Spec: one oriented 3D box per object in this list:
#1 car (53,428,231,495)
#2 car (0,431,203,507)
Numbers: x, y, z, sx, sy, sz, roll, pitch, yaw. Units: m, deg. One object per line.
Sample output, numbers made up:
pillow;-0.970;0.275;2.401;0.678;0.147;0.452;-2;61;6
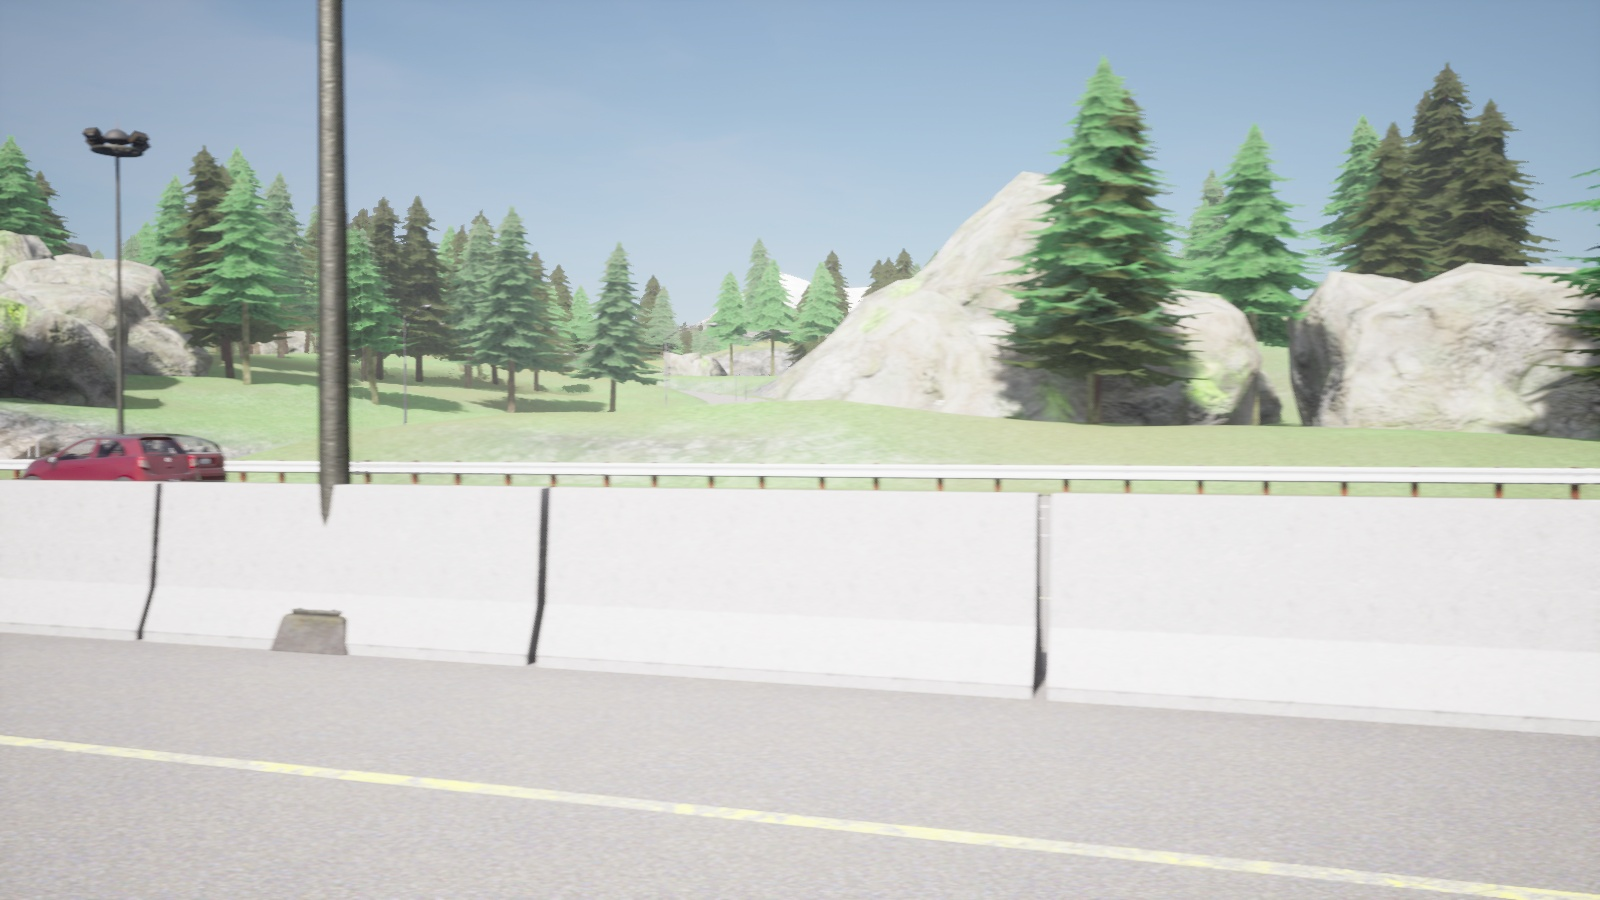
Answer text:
car;-16.104;0.250;30.765;3.705;1.549;1.789;1;1;19
car;-14.825;0.356;26.643;3.633;1.501;1.845;1;1;19
